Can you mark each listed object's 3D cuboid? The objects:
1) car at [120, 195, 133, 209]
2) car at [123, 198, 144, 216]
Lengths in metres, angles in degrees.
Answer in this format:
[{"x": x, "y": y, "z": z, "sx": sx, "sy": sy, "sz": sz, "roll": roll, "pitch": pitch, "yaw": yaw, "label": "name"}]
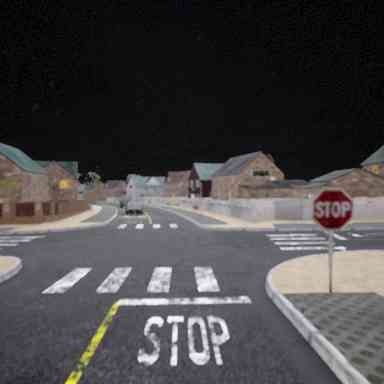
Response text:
[{"x": -10.753, "y": 1.589, "z": 55.144, "sx": 2.150, "sy": 2.045, "sz": 5.566, "roll": 0, "pitch": 0, "yaw": -16, "label": "car"}, {"x": -6.345, "y": 1.749, "z": 36.550, "sx": 1.882, "sy": 1.535, "sz": 5.008, "roll": 0, "pitch": 1, "yaw": -11, "label": "car"}]
